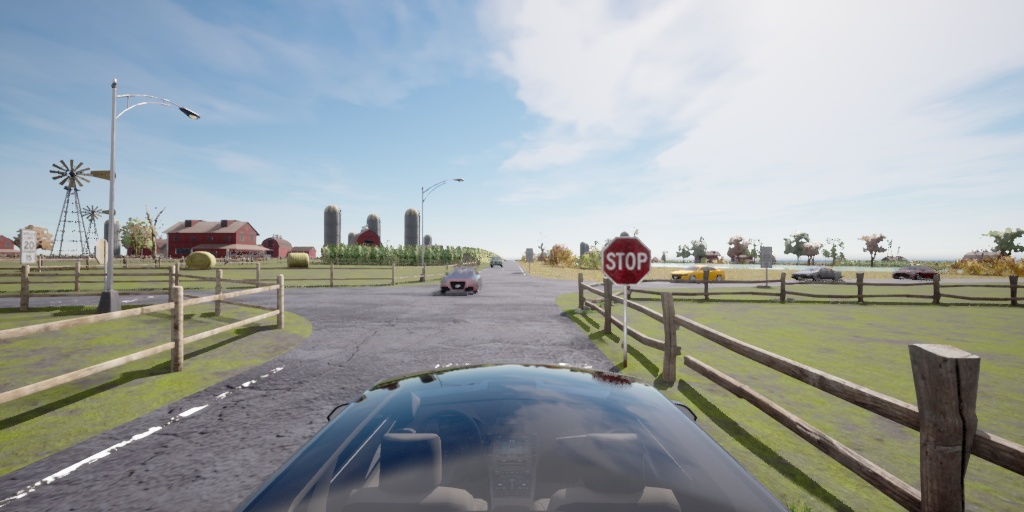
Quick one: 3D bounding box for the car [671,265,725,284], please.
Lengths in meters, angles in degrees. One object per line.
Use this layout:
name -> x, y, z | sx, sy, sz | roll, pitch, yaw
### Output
car -> 16.042, 1.542, 30.973 | 5.008, 1.535, 1.882 | 1, -1, -21

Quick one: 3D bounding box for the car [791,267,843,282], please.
car -> 31.117, 1.852, 36.548 | 5.357, 1.411, 2.033 | 1, -1, -19

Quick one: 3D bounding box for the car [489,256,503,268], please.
car -> -2.705, 1.078, 62.614 | 2.150, 2.045, 5.566 | 0, 0, 0

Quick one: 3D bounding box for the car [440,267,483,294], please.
car -> -2.735, 1.327, 20.100 | 1.994, 1.385, 4.181 | 0, 0, 0

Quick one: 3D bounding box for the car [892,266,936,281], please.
car -> 46.712, 1.914, 41.676 | 4.553, 1.767, 2.097 | 1, -1, -17
